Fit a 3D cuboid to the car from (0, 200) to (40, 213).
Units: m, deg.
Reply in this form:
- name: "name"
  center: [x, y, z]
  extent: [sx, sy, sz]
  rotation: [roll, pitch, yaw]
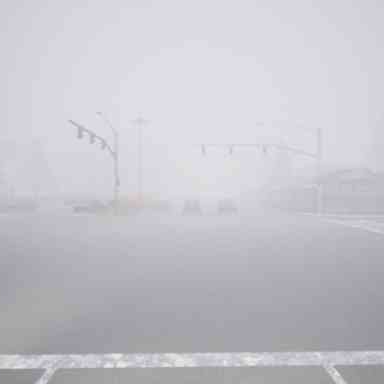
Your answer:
- name: "car"
  center: [-17.689, 1.457, 34.366]
  extent: [1.895, 1.301, 4.718]
  rotation: [0, 0, 0]

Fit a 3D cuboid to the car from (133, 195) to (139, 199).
- name: "car"
  center: [-10.702, 1.298, 64.858]
  extent: [1.895, 1.301, 4.718]
  rotation: [0, 0, 0]

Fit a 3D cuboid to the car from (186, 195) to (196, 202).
- name: "car"
  center: [-0.187, 1.267, 68.321]
  extent: [1.895, 1.301, 4.718]
  rotation: [0, 0, 0]

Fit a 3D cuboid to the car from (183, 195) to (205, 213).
- name: "car"
  center: [0.007, 1.381, 34.291]
  extent: [2.033, 1.411, 5.357]
  rotation: [0, 0, 0]

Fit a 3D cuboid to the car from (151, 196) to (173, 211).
- name: "car"
  center: [-3.504, 1.420, 38.078]
  extent: [1.895, 1.301, 4.718]
  rotation: [0, 0, 0]

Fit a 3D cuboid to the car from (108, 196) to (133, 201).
- name: "car"
  center: [-10.721, 1.316, 50.057]
  extent: [2.033, 1.411, 5.357]
  rotation: [0, 0, 0]

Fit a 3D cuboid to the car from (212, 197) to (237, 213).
- name: "car"
  center: [3.506, 1.377, 34.307]
  extent: [2.033, 1.411, 5.357]
  rotation: [0, 0, 0]

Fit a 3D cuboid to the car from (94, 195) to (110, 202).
- name: "car"
  center: [-17.688, 1.261, 65.540]
  extent: [1.994, 1.385, 4.181]
  rotation: [0, 0, 0]

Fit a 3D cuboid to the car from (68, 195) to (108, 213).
- name: "car"
  center: [-10.690, 1.393, 34.686]
  extent: [2.033, 1.411, 5.357]
  rotation: [0, 0, 0]

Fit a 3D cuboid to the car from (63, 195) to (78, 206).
- name: "car"
  center: [-17.714, 1.284, 49.860]
  extent: [1.837, 1.490, 4.892]
  rotation: [0, 0, 0]

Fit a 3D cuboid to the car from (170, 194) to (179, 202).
- name: "car"
  center: [-3.686, 1.150, 67.924]
  extent: [1.882, 1.535, 5.008]
  rotation: [0, 0, 0]

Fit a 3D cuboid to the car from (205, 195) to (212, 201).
- name: "car"
  center: [3.313, 1.226, 68.266]
  extent: [1.994, 1.385, 4.181]
  rotation: [0, 0, 0]
